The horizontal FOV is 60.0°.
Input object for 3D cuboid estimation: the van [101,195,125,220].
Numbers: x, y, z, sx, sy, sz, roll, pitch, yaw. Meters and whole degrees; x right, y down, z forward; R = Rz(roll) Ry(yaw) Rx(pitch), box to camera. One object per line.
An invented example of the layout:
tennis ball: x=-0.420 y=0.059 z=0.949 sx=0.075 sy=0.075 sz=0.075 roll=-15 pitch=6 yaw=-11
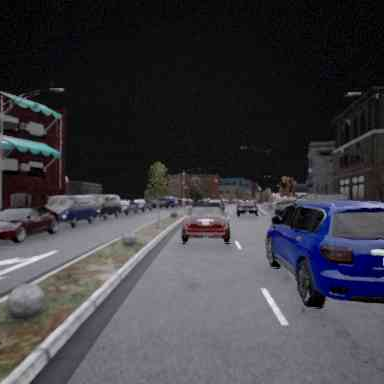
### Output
van: x=-7.297 y=1.190 z=27.106 sx=1.878 sy=1.987 sz=4.442 roll=0 pitch=0 yaw=7

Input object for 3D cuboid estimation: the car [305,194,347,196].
car: x=9.100 y=1.145 z=25.287 sx=5.566 sy=2.045 sz=2.435 roll=0 pitch=0 yaw=6

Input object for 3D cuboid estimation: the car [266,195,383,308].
car: x=3.298 y=1.208 z=8.002 sx=2.150 sy=2.045 sz=5.566 roll=0 pitch=0 yaw=2

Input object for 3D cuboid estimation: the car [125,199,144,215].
car: x=-6.610 y=1.472 z=32.735 sx=2.002 sy=1.452 sz=4.674 roll=0 pitch=0 yaw=8

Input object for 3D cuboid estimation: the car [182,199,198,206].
car: x=-0.426 y=2.029 z=65.382 sx=2.002 sy=1.452 sz=4.674 roll=0 pitch=-2 yaw=15

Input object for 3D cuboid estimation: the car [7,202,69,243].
car: x=-8.254 y=1.471 z=16.149 sx=2.163 sy=1.488 sz=4.792 roll=0 pitch=0 yaw=5

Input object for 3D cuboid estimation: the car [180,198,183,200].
car: x=-2.933 y=1.594 z=54.621 sx=2.185 sy=1.767 sz=4.553 roll=0 pitch=-1 yaw=12

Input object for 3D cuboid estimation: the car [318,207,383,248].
car: x=8.237 y=1.443 z=14.267 sx=4.892 sy=1.521 sz=2.231 roll=0 pitch=0 yaw=4

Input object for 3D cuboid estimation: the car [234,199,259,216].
car: x=5.179 y=1.536 z=31.662 sx=1.895 sy=1.301 sz=4.718 roll=0 pitch=0 yaw=7

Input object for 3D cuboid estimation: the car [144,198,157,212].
car: x=-5.857 y=1.511 z=38.226 sx=2.002 sy=1.452 sz=4.674 roll=0 pitch=-1 yaw=9

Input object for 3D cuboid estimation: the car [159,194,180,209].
car: x=-4.045 y=1.362 z=49.126 sx=2.435 sy=2.045 sz=5.566 roll=0 pitch=-1 yaw=11

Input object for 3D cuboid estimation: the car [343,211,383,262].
car: x=8.127 y=1.485 z=11.537 sx=4.792 sy=1.488 sz=2.163 roll=0 pitch=0 yaw=3

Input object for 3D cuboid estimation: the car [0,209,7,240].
car: x=-8.560 y=1.459 z=10.665 sx=2.097 sy=1.535 sz=5.008 roll=0 pitch=0 yaw=3

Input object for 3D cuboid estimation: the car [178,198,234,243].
car: x=0.716 y=1.309 z=16.034 sx=2.097 sy=1.767 sz=4.553 roll=0 pitch=0 yaw=4

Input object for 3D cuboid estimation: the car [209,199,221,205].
car: x=6.020 y=2.613 z=86.737 sx=2.002 sy=1.452 sz=4.674 roll=0 pitch=-2 yaw=20

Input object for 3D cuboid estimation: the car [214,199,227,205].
car: x=7.908 y=2.721 z=91.953 sx=2.231 sy=1.521 sz=4.892 roll=0 pitch=-2 yaw=21

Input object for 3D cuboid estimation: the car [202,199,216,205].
car: x=4.245 y=2.428 z=81.483 sx=2.097 sy=1.535 sz=5.008 roll=0 pitch=-2 yaw=19

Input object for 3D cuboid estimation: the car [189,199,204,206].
car: x=1.002 y=2.164 z=70.712 sx=2.163 sy=1.488 sz=4.792 roll=0 pitch=-2 yaw=16

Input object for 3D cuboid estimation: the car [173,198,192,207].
car: x=-1.716 y=1.849 z=60.120 sx=2.231 sy=1.521 sz=4.892 roll=0 pitch=-2 yaw=14

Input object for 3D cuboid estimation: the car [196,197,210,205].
car: x=2.590 y=2.159 z=76.218 sx=2.185 sy=1.767 sz=4.553 roll=0 pitch=-2 yaw=17

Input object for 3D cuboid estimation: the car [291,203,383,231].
car: x=8.599 y=1.441 z=19.844 sx=4.792 sy=1.488 sz=2.163 roll=0 pitch=0 yaw=5

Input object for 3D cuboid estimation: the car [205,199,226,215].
car: x=2.423 y=1.455 z=33.654 sx=1.837 sy=1.490 sz=4.892 roll=0 pitch=0 yaw=7

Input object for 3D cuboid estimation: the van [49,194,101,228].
van: x=-7.828 y=1.196 z=21.593 sx=1.878 sy=1.987 sz=4.442 roll=0 pitch=0 yaw=6
